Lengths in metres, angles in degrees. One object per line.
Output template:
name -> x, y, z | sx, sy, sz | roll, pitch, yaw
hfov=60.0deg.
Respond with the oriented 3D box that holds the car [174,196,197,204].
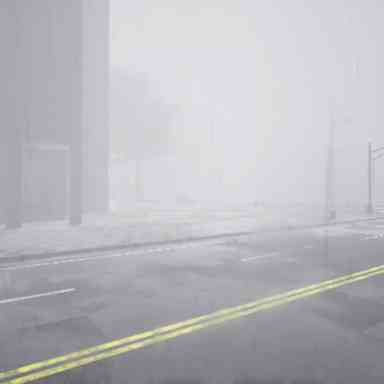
car -> -1.085, 1.278, 55.826 | 1.994, 1.385, 4.181 | 0, 0, -42
